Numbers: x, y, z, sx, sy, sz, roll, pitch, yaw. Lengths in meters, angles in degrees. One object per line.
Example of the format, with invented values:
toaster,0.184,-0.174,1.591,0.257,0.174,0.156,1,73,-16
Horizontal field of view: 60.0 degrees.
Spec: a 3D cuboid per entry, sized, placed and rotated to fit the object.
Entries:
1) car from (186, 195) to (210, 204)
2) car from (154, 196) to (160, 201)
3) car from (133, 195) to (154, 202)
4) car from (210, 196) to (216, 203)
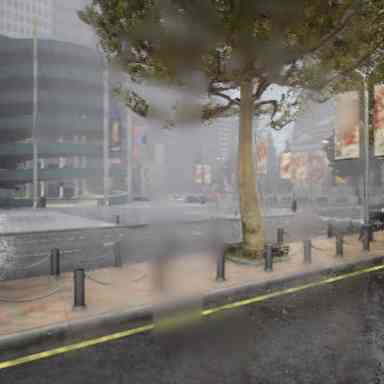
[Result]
car,0.672,1.459,63.796,1.837,1.490,4.892,0,0,-36
car,-9.555,1.497,77.256,4.181,1.385,1.994,0,0,30
car,-11.212,1.497,74.170,4.181,1.385,1.994,0,0,30
car,2.881,1.429,66.875,1.882,1.535,5.008,0,0,-38
